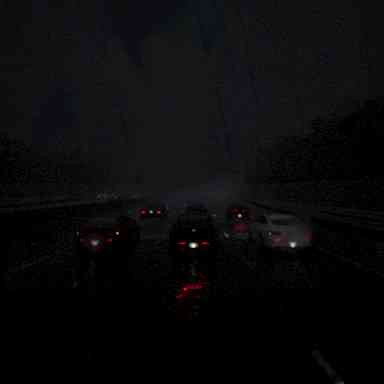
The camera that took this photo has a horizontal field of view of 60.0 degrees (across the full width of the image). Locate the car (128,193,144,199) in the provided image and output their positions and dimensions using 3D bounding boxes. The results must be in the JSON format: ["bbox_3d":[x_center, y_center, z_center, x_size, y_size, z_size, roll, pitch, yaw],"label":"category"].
[{"bbox_3d":[-11.808,1.091,72.267,1.882,1.535,5.008,0,1,3],"label":"car"}]

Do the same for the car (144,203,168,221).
[{"bbox_3d":[-3.155,1.640,28.636,2.033,1.411,5.357,0,0,1],"label":"car"}]

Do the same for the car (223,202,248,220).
[{"bbox_3d":[3.854,1.606,28.776,1.837,1.490,4.892,0,0,2],"label":"car"}]

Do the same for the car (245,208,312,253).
[{"bbox_3d":[3.586,1.614,14.014,1.812,1.442,4.674,0,0,1],"label":"car"}]

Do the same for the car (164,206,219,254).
[{"bbox_3d":[0.085,1.595,13.988,1.837,1.490,4.892,0,0,1],"label":"car"}]

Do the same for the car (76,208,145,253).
[{"bbox_3d":[-3.413,1.611,14.114,1.812,1.442,4.674,0,0,1],"label":"car"}]

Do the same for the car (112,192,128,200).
[{"bbox_3d":[-15.299,0.961,72.530,2.097,1.767,4.553,0,1,3],"label":"car"}]

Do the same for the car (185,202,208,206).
[{"bbox_3d":[0.362,1.572,29.047,1.882,1.535,5.008,0,0,2],"label":"car"}]

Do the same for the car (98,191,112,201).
[{"bbox_3d":[-18.794,0.826,72.703,2.150,2.045,5.566,0,1,3],"label":"car"}]
